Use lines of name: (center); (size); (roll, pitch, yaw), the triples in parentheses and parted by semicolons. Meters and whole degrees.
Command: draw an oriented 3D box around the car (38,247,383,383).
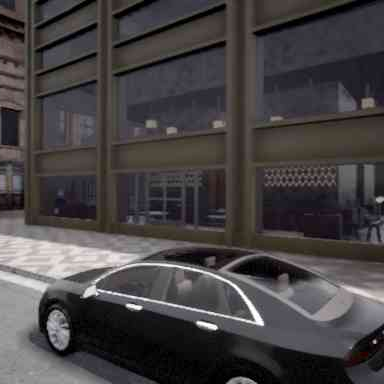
car: (-0.125, 1.511, 4.448); (4.892, 1.490, 1.837); (0, 0, 36)
